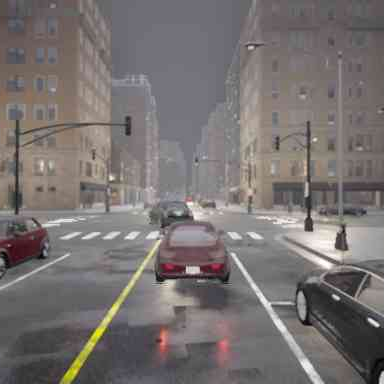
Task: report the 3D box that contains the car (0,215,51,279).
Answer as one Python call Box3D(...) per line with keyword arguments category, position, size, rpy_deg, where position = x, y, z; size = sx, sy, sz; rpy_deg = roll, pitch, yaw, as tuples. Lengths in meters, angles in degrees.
Box3D(category="car", position=(-5.854, 1.471, 9.817), size=(1.967, 1.590, 4.097), rpy_deg=(0, 0, 0))

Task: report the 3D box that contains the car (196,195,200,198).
Box3D(category="car", position=(2.359, 1.576, 64.780), size=(2.192, 1.841, 5.009), rpy_deg=(0, 0, -1))

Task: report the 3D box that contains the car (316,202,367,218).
Box3D(category="car", position=(14.698, 1.737, 32.726), size=(4.674, 1.442, 1.812), rpy_deg=(0, -1, 1))

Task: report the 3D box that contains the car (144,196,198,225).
Box3D(category="car", position=(-1.516, 1.373, 21.959), size=(2.097, 1.767, 4.553), rpy_deg=(0, 0, -20))

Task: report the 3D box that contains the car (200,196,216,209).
Box3D(category="car", position=(2.521, 1.722, 48.258), size=(1.887, 1.381, 4.507), rpy_deg=(0, 0, -1))

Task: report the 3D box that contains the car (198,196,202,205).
Box3D(category="car", position=(2.467, 1.769, 53.765), size=(1.947, 1.339, 4.313), rpy_deg=(0, 0, -1))

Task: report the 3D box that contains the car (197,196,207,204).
Box3D(category="car", position=(2.250, 1.767, 75.793), size=(1.967, 1.590, 4.097), rpy_deg=(0, 0, -1))

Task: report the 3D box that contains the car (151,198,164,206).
Box3D(category="car", position=(-6.113, 1.775, 59.194), size=(1.887, 1.381, 4.507), rpy_deg=(0, 0, -1))

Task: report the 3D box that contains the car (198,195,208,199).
Box3D(category="car", position=(2.411, 1.758, 59.442), size=(1.752, 1.417, 4.829), rpy_deg=(0, 0, -1))

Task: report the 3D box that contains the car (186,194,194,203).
Box3D(category="car", position=(-0.520, 1.618, 85.709), size=(2.150, 2.045, 5.566), rpy_deg=(0, 0, -1))

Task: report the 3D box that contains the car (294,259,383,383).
Box3D(category="car", position=(2.673, 1.565, 4.332), size=(2.008, 1.369, 4.403), rpy_deg=(0, 0, 0))

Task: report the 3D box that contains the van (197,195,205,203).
Box3D(category="van", position=(2.196, 1.704, 81.301), size=(1.690, 1.788, 3.998), rpy_deg=(0, 0, -1))

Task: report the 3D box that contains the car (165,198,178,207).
Box3D(category="car", position=(-3.311, 1.773, 54.986), size=(1.994, 1.385, 4.181), rpy_deg=(0, 0, -2))

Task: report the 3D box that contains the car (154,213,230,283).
Box3D(category="car", position=(0.009, 1.556, 9.605), size=(1.812, 1.442, 4.674), rpy_deg=(0, 0, 0))

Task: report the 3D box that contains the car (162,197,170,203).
Box3D(category="car", position=(-6.330, 1.944, 81.224), size=(1.802, 1.307, 4.206), rpy_deg=(0, 0, -1))

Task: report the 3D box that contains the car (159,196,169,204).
Box3D(category="car", position=(-6.275, 1.766, 75.717), size=(1.967, 1.590, 4.097), rpy_deg=(0, 0, -1))

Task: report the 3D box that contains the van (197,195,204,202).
Box3D(category="van", position=(2.141, 1.742, 86.807), size=(1.690, 1.788, 3.998), rpy_deg=(0, 0, -1))

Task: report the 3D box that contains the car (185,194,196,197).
Box3D(category="car", position=(-0.414, 1.547, 74.991), size=(2.150, 2.045, 5.566), rpy_deg=(0, 0, -1))

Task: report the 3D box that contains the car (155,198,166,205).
Box3D(category="car", position=(-6.167, 1.842, 64.701), size=(1.802, 1.307, 4.206), rpy_deg=(0, 0, -1))
